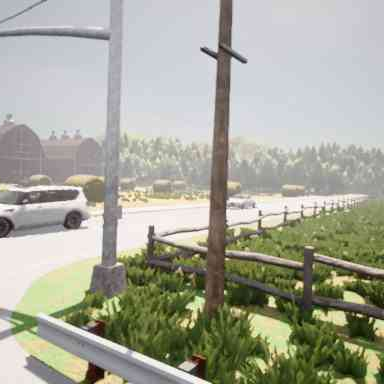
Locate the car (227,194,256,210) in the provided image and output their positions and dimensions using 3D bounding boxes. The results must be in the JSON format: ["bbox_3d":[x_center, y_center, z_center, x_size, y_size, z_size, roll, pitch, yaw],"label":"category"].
[{"bbox_3d":[4.894,0.956,32.958,1.812,1.442,4.674,3,2,33],"label":"car"}]

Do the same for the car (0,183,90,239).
[{"bbox_3d":[-7.078,0.784,14.439,2.150,2.045,5.566,3,4,33],"label":"car"}]

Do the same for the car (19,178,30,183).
[{"bbox_3d":[-39.768,-2.424,79.181,1.905,1.878,3.866,8,2,-14],"label":"car"}]
